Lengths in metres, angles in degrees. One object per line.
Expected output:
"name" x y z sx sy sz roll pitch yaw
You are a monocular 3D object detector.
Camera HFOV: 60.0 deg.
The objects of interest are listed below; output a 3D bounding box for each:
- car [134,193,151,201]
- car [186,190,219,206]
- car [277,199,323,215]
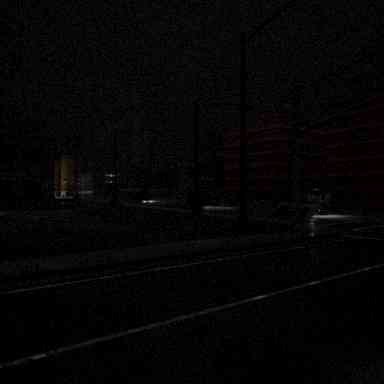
"car" -9.150 0.886 61.515 1.994 1.385 4.181 0 1 -35
"car" 1.402 0.833 45.990 2.150 2.045 5.566 0 2 -35
"car" 10.506 1.393 32.720 1.812 1.442 4.674 0 1 -34
